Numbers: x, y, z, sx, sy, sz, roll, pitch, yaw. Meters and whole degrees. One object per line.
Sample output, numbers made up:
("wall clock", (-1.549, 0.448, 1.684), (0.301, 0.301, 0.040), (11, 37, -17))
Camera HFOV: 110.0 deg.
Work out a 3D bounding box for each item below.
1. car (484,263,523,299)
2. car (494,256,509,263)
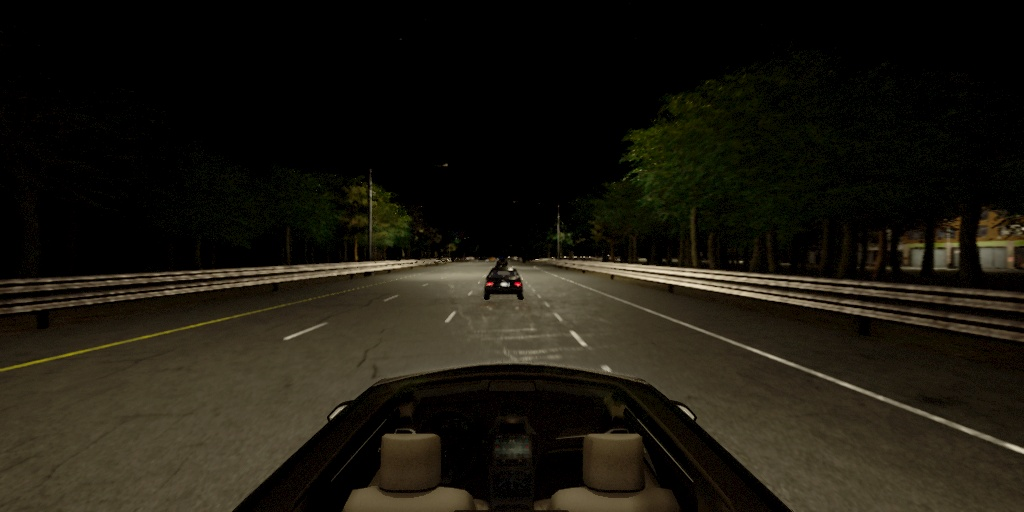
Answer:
("car", (-0.423, 1.272, 18.003), (2.033, 1.411, 5.357), (0, 0, -2))
("car", (-1.533, 1.168, 56.365), (1.837, 1.490, 4.892), (0, 0, -2))
